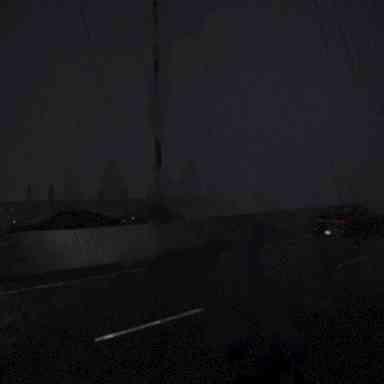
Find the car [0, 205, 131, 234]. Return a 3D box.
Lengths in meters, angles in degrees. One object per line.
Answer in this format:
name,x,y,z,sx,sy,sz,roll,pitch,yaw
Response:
car,-5.252,1.447,13.431,5.008,1.535,1.882,-1,0,-39

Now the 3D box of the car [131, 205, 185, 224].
car,-2.436,1.477,20.430,4.181,1.385,1.994,-1,0,-43

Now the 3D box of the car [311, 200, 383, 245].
car,7.092,1.345,14.757,4.902,1.511,2.128,-1,0,-44

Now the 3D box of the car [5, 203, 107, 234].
car,-8.061,1.507,20.054,5.357,1.411,2.033,-1,0,-39

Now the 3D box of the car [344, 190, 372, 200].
car,22.388,0.800,44.195,2.150,2.045,5.566,0,1,38

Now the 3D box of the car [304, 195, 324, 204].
car,18.767,1.119,50.888,1.812,1.442,4.674,0,0,39

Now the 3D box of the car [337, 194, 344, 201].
car,24.167,1.024,52.067,2.128,1.511,4.902,0,0,39
